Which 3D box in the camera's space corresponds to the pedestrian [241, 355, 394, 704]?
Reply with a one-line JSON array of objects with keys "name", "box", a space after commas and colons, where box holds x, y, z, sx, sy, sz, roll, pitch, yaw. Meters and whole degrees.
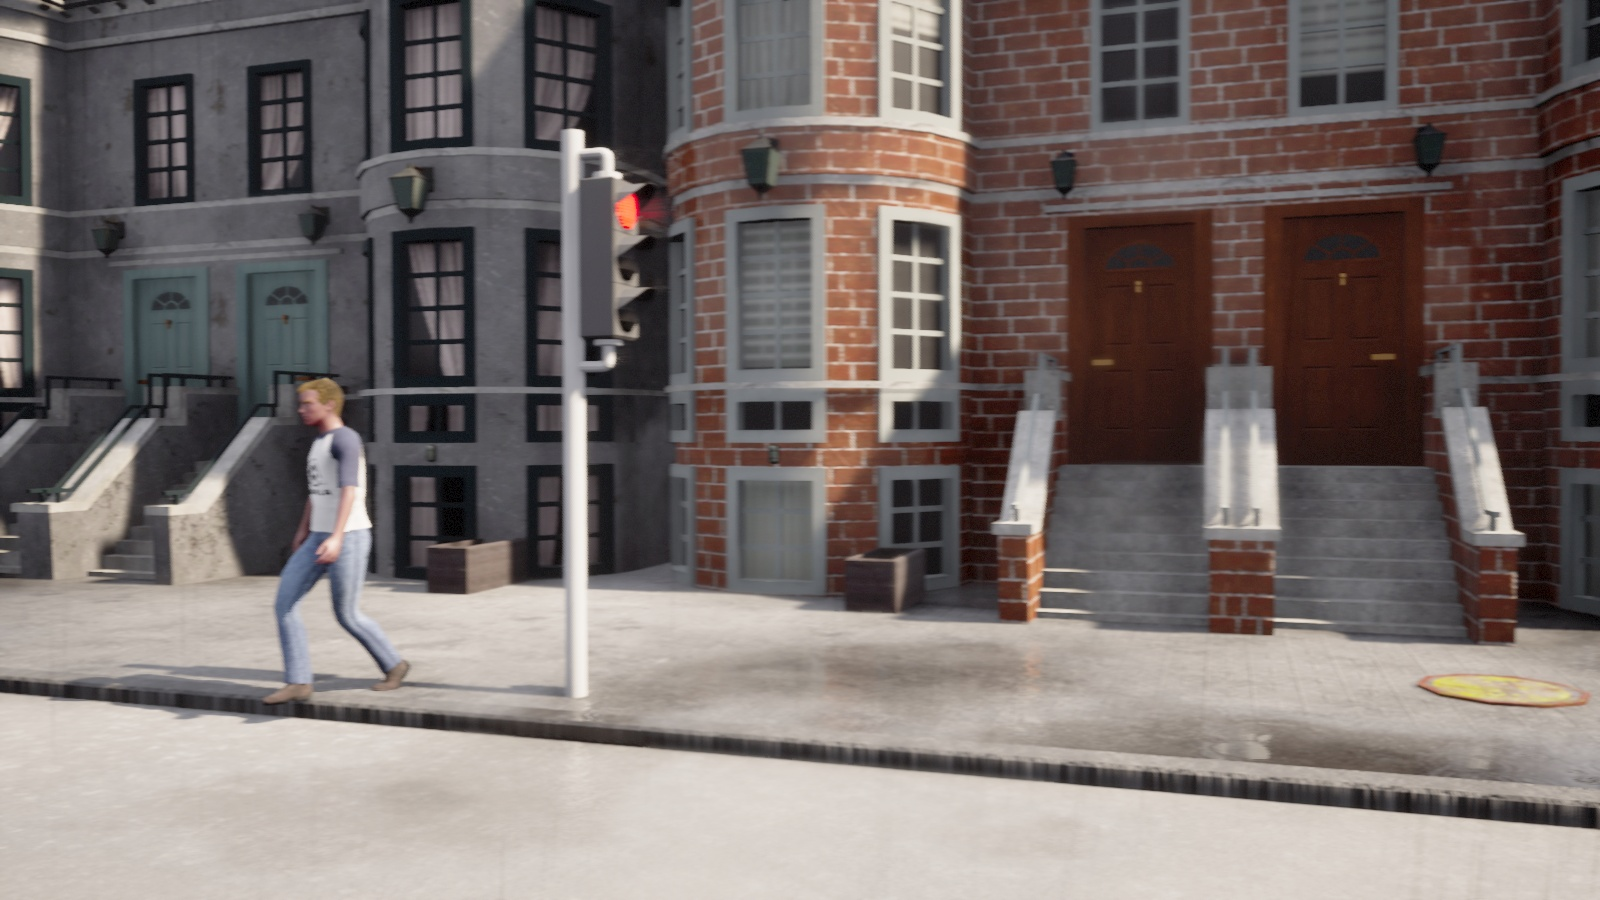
[{"name": "pedestrian", "box": [-2.671, 0.413, 6.972, 0.706, 1.836, 0.354, -1, 1, -42]}]
